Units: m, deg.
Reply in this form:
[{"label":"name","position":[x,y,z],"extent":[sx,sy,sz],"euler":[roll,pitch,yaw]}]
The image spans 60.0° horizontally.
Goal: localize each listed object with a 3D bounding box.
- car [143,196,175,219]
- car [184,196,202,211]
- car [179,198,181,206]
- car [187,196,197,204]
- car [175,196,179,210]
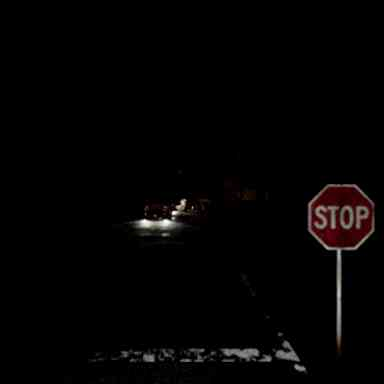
[{"label":"car","position":[-2.914,1.325,28.982],"extent":[2.097,1.767,4.553],"euler":[0,0,2]},{"label":"car","position":[0.082,1.469,39.595],"extent":[1.837,1.490,4.892],"euler":[0,0,0]},{"label":"car","position":[-2.855,1.431,54.962],"extent":[1.882,1.535,5.008],"euler":[0,0,0]},{"label":"car","position":[0.005,1.512,64.693],"extent":[1.994,1.385,4.181],"euler":[0,0,1]},{"label":"car","position":[-2.863,1.470,39.782],"extent":[1.837,1.490,4.892],"euler":[0,0,0]}]
